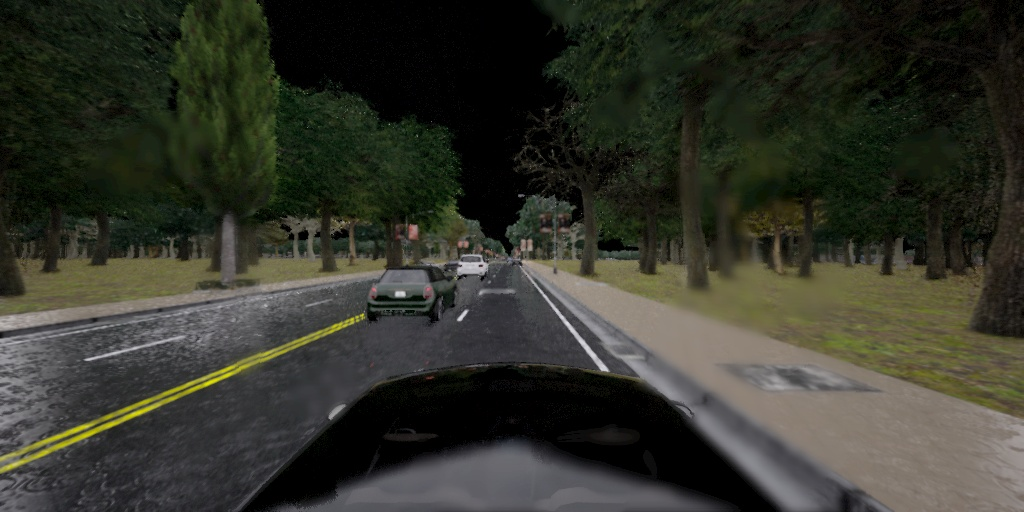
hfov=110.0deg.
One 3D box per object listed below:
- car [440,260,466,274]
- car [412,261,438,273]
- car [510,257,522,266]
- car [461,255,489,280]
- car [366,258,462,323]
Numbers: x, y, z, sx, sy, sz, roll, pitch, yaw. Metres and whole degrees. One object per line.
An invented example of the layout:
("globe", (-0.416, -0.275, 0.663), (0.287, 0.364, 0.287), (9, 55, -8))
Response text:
("car", (-6.682, 1.188, 41.111), (2.033, 1.411, 5.357), (0, 0, 0))
("car", (-9.930, 1.241, 41.300), (1.895, 1.301, 4.718), (0, 0, 0))
("car", (0.926, 1.067, 65.129), (1.812, 1.442, 4.674), (0, 0, 0))
("car", (-3.199, 0.902, 29.993), (2.150, 2.045, 5.566), (0, 0, 0))
("car", (-3.160, 1.087, 12.254), (2.097, 1.767, 4.553), (0, 0, 0))
